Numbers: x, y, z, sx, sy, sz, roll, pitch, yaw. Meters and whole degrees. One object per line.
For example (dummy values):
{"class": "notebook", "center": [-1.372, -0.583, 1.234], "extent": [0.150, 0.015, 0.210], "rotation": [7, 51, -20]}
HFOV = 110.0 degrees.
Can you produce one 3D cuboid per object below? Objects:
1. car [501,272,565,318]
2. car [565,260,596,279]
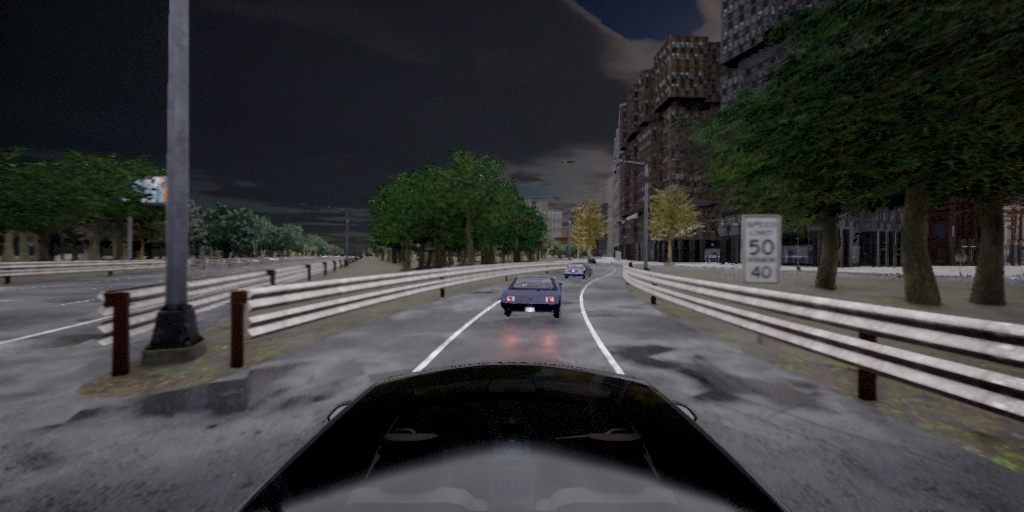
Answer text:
{"class": "car", "center": [0.894, 1.356, 13.195], "extent": [1.895, 1.301, 4.718], "rotation": [0, 0, 9]}
{"class": "car", "center": [6.061, 1.319, 32.428], "extent": [2.033, 1.411, 5.357], "rotation": [0, 0, 21]}
